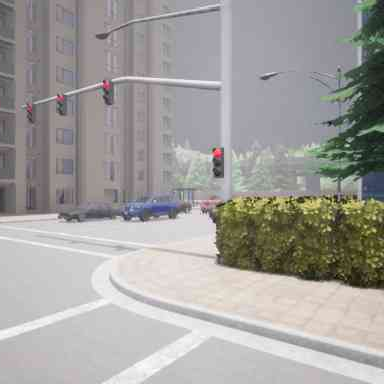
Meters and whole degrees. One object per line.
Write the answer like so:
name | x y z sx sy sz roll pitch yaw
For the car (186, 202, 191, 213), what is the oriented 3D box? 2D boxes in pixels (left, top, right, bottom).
car | -2.088 1.478 34.469 1.882 1.535 5.008 0 0 36

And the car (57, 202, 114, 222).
car | -7.891 1.547 26.560 2.033 1.411 5.357 0 0 36

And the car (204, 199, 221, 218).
car | 3.261 1.564 29.632 1.994 1.385 4.181 0 0 36

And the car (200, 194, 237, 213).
car | 3.074 1.221 35.581 2.150 2.045 5.566 0 0 36

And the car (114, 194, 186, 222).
car | -3.269 1.221 26.946 2.150 2.045 5.566 0 0 36
